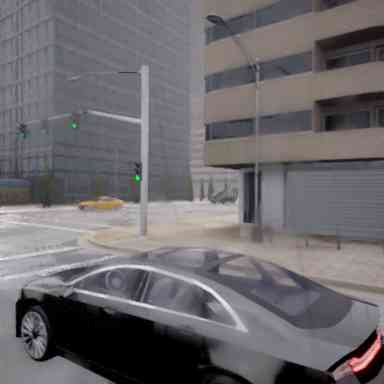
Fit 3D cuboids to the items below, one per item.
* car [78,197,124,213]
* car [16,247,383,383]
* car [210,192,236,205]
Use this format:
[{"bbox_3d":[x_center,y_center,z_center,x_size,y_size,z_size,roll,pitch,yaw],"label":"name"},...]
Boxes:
[{"bbox_3d":[-9.274,1.230,34.089,1.882,1.535,5.008,1,0,36],"label":"car"},{"bbox_3d":[-0.321,1.468,4.183,4.902,1.511,2.128,1,0,36],"label":"car"},{"bbox_3d":[5.120,0.972,53.928,2.150,2.045,5.566,1,0,36],"label":"car"}]
